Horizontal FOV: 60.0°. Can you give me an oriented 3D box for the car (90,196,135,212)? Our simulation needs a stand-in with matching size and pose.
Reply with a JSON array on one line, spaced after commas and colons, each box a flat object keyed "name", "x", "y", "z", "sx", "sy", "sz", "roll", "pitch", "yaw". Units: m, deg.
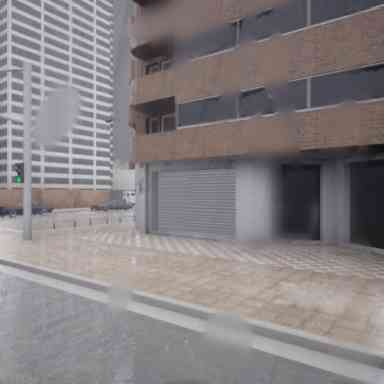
[{"name": "car", "x": -9.374, "y": 1.546, "z": 39.410, "sx": 2.033, "sy": 1.411, "sz": 5.357, "roll": 0, "pitch": 0, "yaw": 36}]

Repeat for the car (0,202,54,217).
[{"name": "car", "x": -15.529, "y": 1.600, "z": 30.953, "sx": 1.895, "sy": 1.301, "sz": 4.718, "roll": 0, "pitch": 0, "yaw": 36}]
